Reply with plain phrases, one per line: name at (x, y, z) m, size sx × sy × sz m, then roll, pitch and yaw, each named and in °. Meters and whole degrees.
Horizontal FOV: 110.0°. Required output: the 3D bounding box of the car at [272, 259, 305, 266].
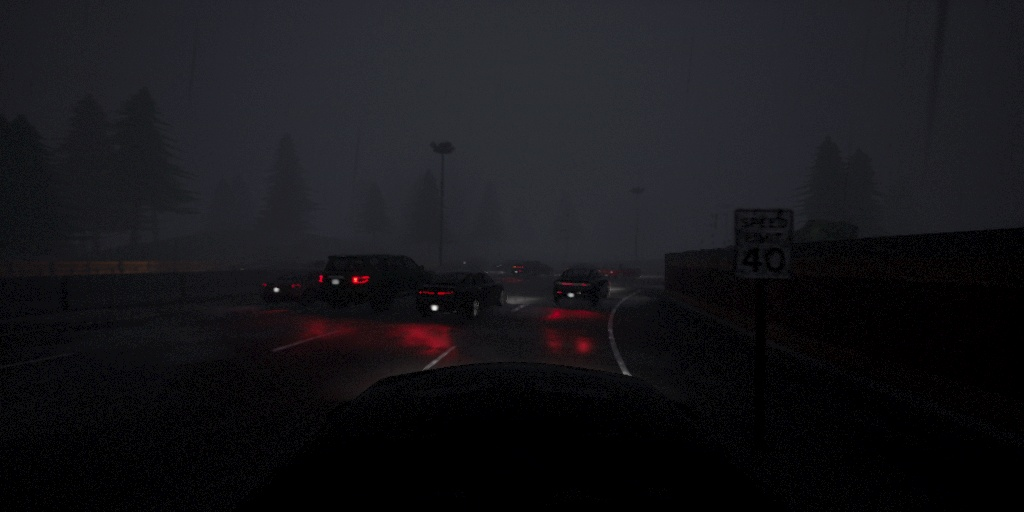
car at (-14.914, 1.089, 27.226) m, size 1.837 × 1.490 × 4.892 m, roll 0°, pitch 0°, yaw 27°

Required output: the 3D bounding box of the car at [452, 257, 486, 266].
car at (-5.634, 0.960, 50.755) m, size 4.553 × 1.767 × 2.097 m, roll 0°, pitch 0°, yaw -41°

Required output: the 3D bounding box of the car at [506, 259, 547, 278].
car at (1.969, 1.191, 33.482) m, size 1.837 × 1.490 × 4.892 m, roll 0°, pitch -1°, yaw 42°

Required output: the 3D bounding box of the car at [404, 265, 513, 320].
car at (-1.644, 1.269, 13.031) m, size 1.837 × 1.490 × 4.892 m, roll 0°, pitch 1°, yaw 16°

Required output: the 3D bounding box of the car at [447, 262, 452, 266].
car at (-8.584, 1.186, 52.840) m, size 4.718 × 1.301 × 1.895 m, roll 0°, pitch 0°, yaw -41°

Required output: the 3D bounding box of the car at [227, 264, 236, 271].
car at (-23.603, 0.948, 33.617) m, size 1.882 × 1.535 × 5.008 m, roll 1°, pitch 0°, yaw 28°

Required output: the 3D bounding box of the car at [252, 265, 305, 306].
car at (-8.282, 1.236, 15.375) m, size 1.994 × 1.385 × 4.181 m, roll 0°, pitch 0°, yaw 16°

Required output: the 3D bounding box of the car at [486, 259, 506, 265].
car at (-0.398, 1.129, 45.996) m, size 5.008 × 1.535 × 1.882 m, roll 0°, pitch 0°, yaw -42°

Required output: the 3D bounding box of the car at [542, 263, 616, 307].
car at (3.249, 1.293, 16.341) m, size 2.128 × 1.511 × 4.902 m, roll 1°, pitch 1°, yaw 22°

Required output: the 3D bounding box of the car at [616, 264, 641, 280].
car at (9.344, 1.349, 31.193) m, size 4.718 × 1.301 × 1.895 m, roll 0°, pitch 0°, yaw -43°

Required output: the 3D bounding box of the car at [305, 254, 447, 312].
car at (-4.991, 0.929, 14.301) m, size 2.150 × 2.045 × 5.566 m, roll 0°, pitch 0°, yaw 17°

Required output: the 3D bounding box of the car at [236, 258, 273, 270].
car at (-20.684, 1.057, 31.854) m, size 2.033 × 1.411 × 5.357 m, roll 1°, pitch 0°, yaw 27°
